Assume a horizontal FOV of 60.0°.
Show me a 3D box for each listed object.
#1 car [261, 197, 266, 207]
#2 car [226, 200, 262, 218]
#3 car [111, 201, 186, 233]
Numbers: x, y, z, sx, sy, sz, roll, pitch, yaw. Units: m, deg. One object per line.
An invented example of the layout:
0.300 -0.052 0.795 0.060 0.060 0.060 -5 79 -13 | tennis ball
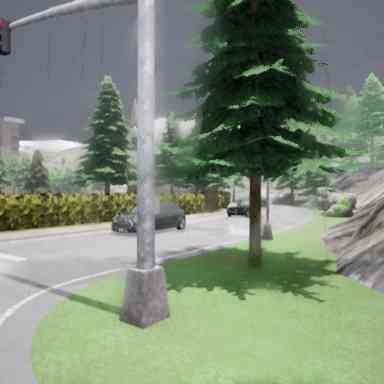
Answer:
9.874 1.472 47.766 1.837 1.490 4.892 0 0 5 | car
4.612 1.573 29.933 1.895 1.301 4.718 0 0 24 | car
-2.307 1.326 18.561 2.097 1.767 4.553 0 0 34 | car
